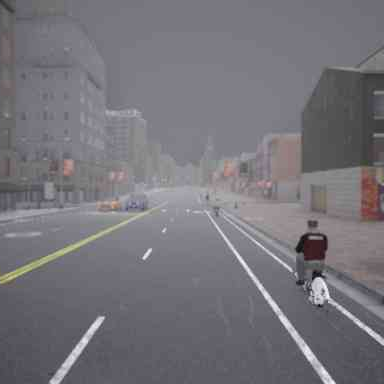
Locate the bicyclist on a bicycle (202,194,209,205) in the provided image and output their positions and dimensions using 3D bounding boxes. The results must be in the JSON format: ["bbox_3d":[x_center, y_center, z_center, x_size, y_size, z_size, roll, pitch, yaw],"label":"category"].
[{"bbox_3d":[2.223,1.120,48.014,0.659,1.776,1.843,-1,1,0],"label":"bicyclist on a bicycle"}]

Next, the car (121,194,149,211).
[{"bbox_3d":[-6.501,1.216,39.683,2.150,2.045,5.566,0,0,0],"label":"car"}]

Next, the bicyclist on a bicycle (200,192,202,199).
[{"bbox_3d":[2.216,0.909,77.245,0.866,1.612,1.509,0,1,0],"label":"bicyclist on a bicycle"}]

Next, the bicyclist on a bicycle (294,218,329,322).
[{"bbox_3d":[2.244,1.379,6.403,0.659,1.776,1.843,0,0,0],"label":"bicyclist on a bicycle"}]

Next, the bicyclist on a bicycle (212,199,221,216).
[{"bbox_3d":[2.201,1.410,29.687,0.866,1.612,1.509,0,0,1],"label":"bicyclist on a bicycle"}]

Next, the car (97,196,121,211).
[{"bbox_3d":[-9.751,1.316,39.744,2.097,1.767,4.553,0,0,0],"label":"car"}]
